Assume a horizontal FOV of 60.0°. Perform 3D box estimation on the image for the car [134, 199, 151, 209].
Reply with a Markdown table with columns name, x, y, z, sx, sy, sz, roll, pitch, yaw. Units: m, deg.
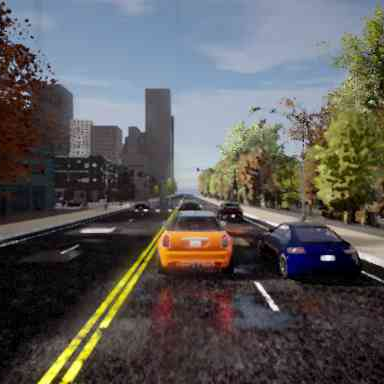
| name | x | y | z | sx | sy | sz | roll | pitch | yaw |
| --- | --- | --- | --- | --- | --- | --- | --- | --- | --- |
| car | -7.081 | 1.729 | 48.383 | 2.033 | 1.411 | 5.357 | 0 | 0 | 0 |

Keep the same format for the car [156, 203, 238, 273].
| name | x | y | z | sx | sy | sz | roll | pitch | yaw |
| --- | --- | --- | --- | --- | --- | --- | --- | --- | --- |
| car | 0.086 | 1.392 | 10.933 | 2.097 | 1.767 | 4.553 | 0 | 0 | 0 |

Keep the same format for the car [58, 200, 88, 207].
| name | x | y | z | sx | sy | sz | roll | pitch | yaw |
| --- | --- | --- | --- | --- | --- | --- | --- | --- | --- |
| car | -20.686 | 2.040 | 58.773 | 4.313 | 1.339 | 1.947 | -1 | 1 | -1 |

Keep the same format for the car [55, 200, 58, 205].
| name | x | y | z | sx | sy | sz | roll | pitch | yaw |
| --- | --- | --- | --- | --- | --- | --- | --- | --- | --- |
| car | -29.157 | 2.070 | 67.148 | 4.403 | 1.369 | 2.008 | -1 | 1 | -1 |

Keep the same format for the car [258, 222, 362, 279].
| name | x | y | z | sx | sy | sz | roll | pitch | yaw |
| --- | --- | --- | --- | --- | --- | --- | --- | --- | --- |
| car | 3.338 | 1.601 | 10.187 | 1.994 | 1.385 | 4.181 | 0 | 0 | 0 |

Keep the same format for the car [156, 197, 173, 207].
| name | x | y | z | sx | sy | sz | roll | pitch | yaw |
| --- | --- | --- | --- | --- | --- | --- | --- | --- | --- |
| car | -3.821 | 1.524 | 46.503 | 2.097 | 1.767 | 4.553 | 0 | 0 | 0 |

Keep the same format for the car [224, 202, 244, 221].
| name | x | y | z | sx | sy | sz | roll | pitch | yaw |
| --- | --- | --- | --- | --- | --- | --- | --- | --- | --- |
| car | 3.124 | 1.606 | 27.893 | 1.837 | 1.490 | 4.892 | 0 | 0 | -1 |
